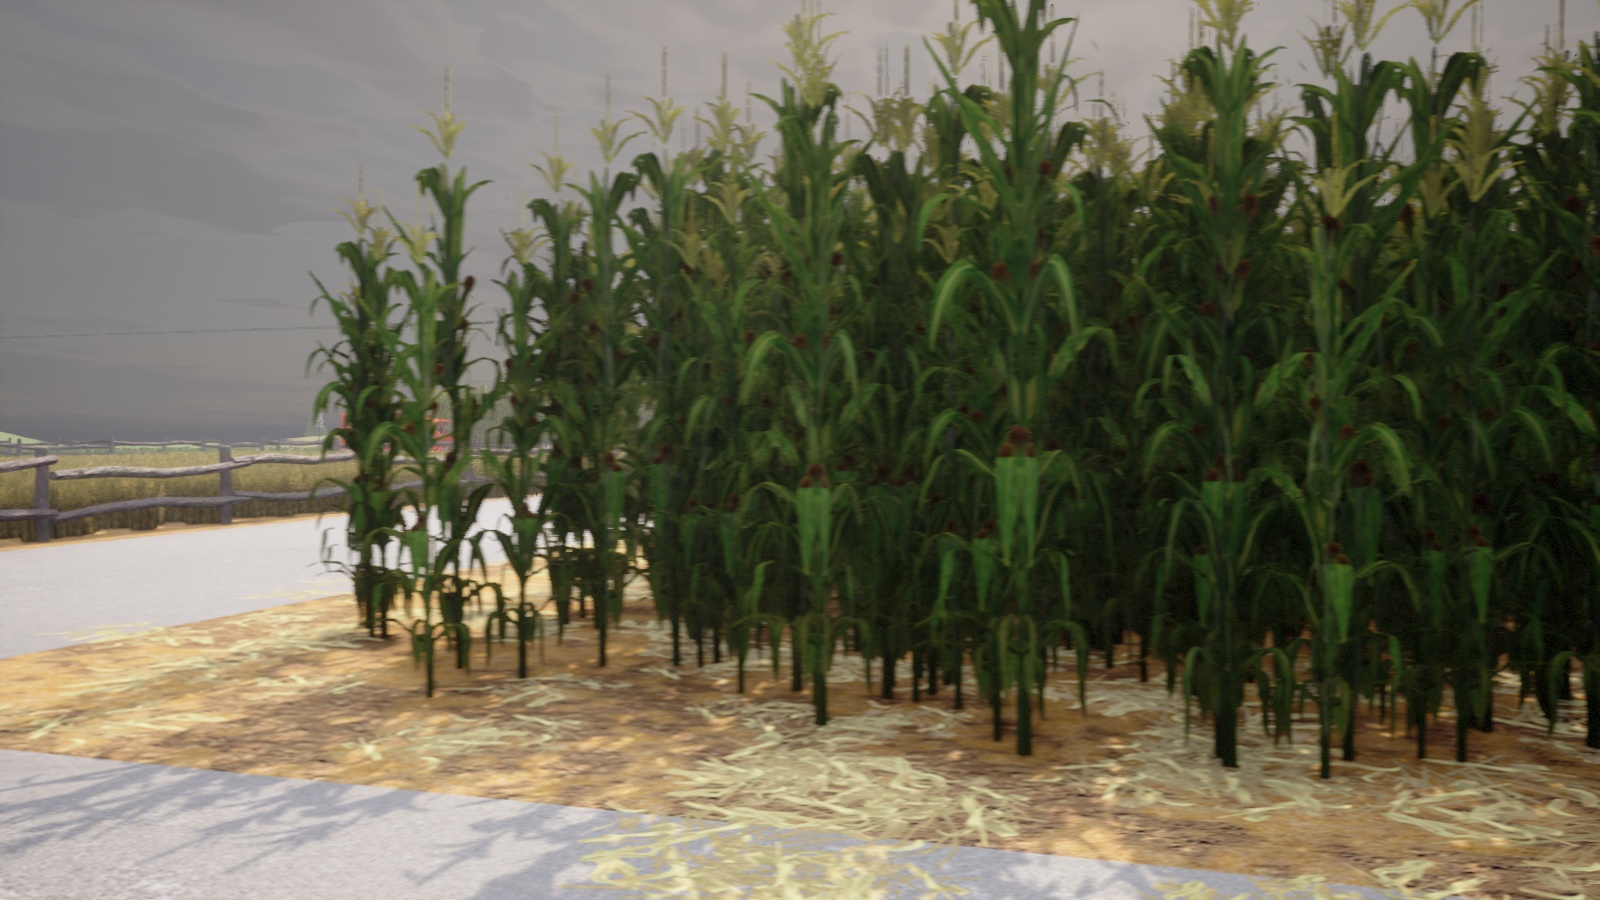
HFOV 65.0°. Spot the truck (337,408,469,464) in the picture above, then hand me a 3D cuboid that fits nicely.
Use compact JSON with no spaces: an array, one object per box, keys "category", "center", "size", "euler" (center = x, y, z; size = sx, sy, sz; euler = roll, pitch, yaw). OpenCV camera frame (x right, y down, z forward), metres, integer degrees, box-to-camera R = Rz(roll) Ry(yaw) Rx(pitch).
[{"category":"truck","center":[-18.175,-0.650,57.578],"size":[5.204,2.467,2.627],"euler":[1,1,18]}]
